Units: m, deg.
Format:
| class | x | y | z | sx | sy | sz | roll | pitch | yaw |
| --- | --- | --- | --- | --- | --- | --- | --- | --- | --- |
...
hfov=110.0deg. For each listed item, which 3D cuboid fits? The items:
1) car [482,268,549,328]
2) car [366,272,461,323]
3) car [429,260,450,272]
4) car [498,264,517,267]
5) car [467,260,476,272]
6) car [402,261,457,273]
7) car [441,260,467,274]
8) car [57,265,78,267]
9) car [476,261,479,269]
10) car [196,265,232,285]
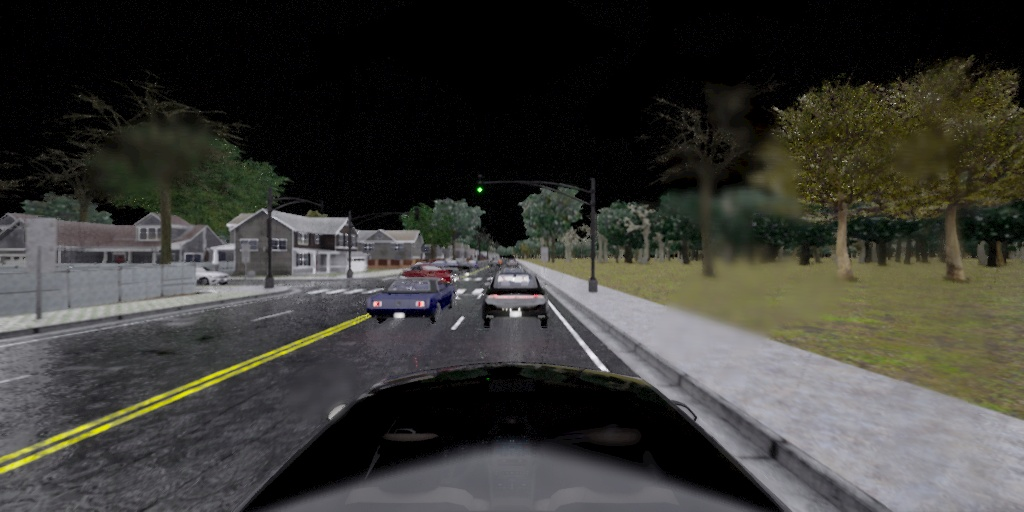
| class | x | y | z | sx | sy | sz | roll | pitch | yaw |
| --- | --- | --- | --- | --- | --- | --- | --- | --- | --- |
| car | 0.098 | 1.274 | 11.554 | 2.128 | 1.511 | 4.902 | 0 | 0 | 0 |
| car | -3.151 | 1.385 | 12.293 | 1.895 | 1.301 | 4.718 | 0 | 0 | 0 |
| car | -9.849 | 1.368 | 49.320 | 1.882 | 1.535 | 5.008 | 0 | 0 | 0 |
| car | 0.094 | 1.423 | 23.833 | 1.895 | 1.301 | 4.718 | 0 | 0 | 0 |
| car | -6.599 | 1.492 | 49.869 | 1.895 | 1.301 | 4.718 | 0 | 0 | 0 |
| car | -6.087 | 1.303 | 24.920 | 1.882 | 1.535 | 5.008 | 2 | -1 | -38 |
| car | -6.604 | 1.431 | 39.921 | 1.994 | 1.385 | 4.181 | 0 | 0 | 0 |
| car | -31.849 | 1.364 | 25.303 | 4.902 | 1.511 | 2.128 | 0 | 0 | 0 |
| car | -6.555 | 1.441 | 59.717 | 1.812 | 1.442 | 4.674 | 0 | 0 | 1 |
| car | -22.501 | 1.383 | 25.273 | 4.674 | 1.442 | 1.812 | 0 | 0 | 0 |
